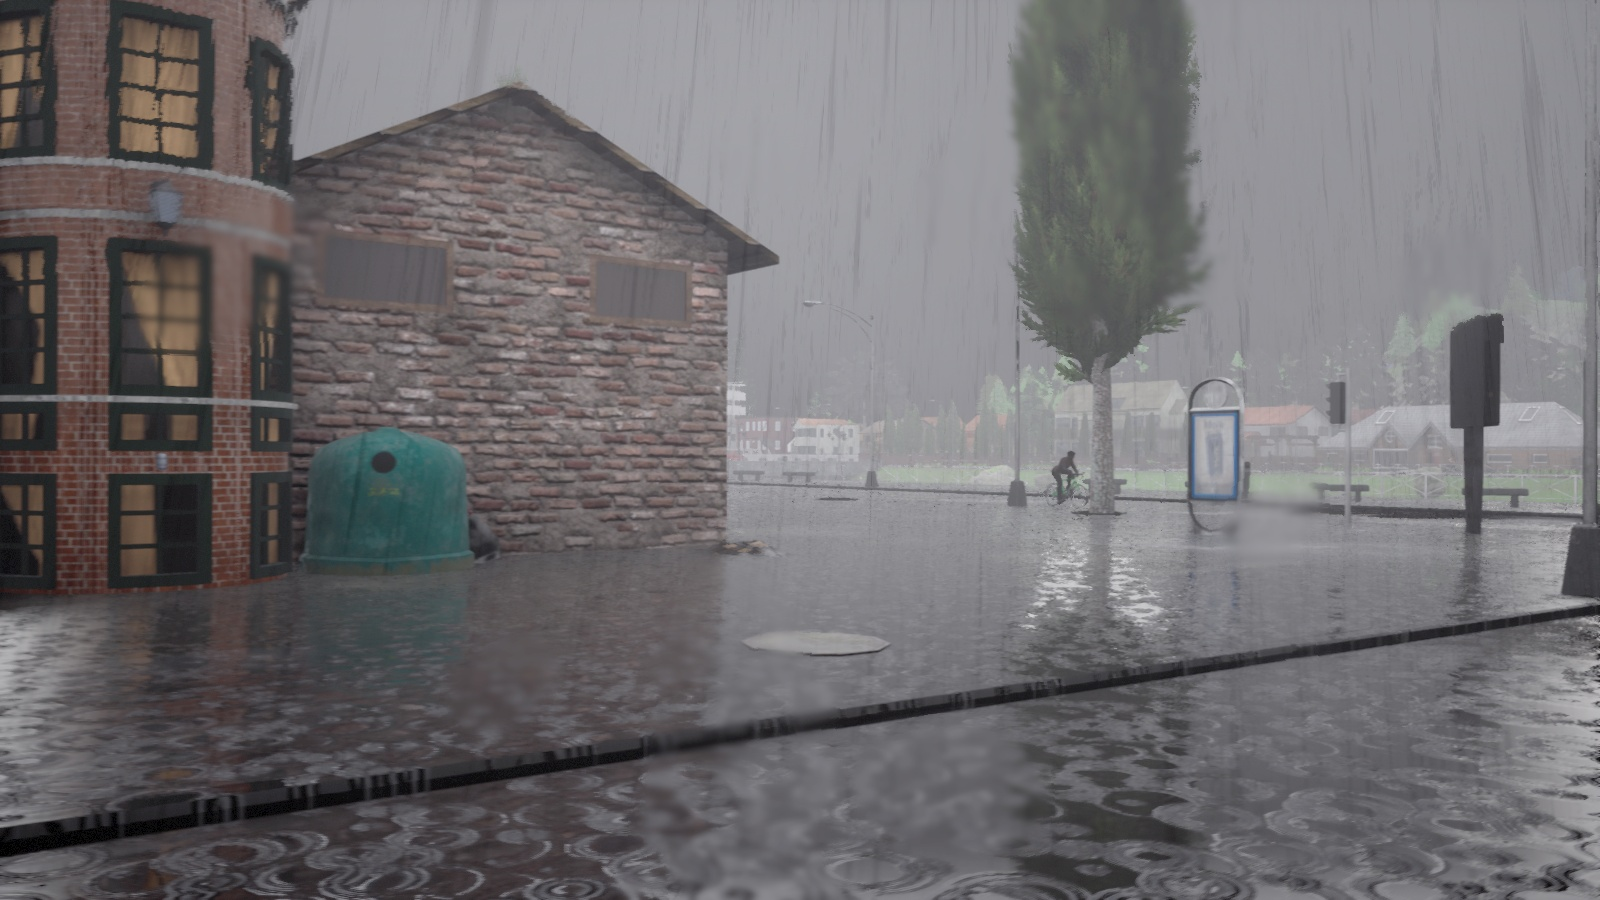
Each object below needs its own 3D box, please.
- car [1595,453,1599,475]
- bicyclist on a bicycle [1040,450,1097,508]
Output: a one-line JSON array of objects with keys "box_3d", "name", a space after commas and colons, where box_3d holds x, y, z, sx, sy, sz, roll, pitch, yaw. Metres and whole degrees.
[{"box_3d": [54.998, 0.949, 82.842, 1.970, 1.475, 3.806, 0, 0, -35], "name": "car"}, {"box_3d": [7.674, 0.813, 35.923, 0.582, 1.620, 1.656, 0, 0, -35], "name": "bicyclist on a bicycle"}]
